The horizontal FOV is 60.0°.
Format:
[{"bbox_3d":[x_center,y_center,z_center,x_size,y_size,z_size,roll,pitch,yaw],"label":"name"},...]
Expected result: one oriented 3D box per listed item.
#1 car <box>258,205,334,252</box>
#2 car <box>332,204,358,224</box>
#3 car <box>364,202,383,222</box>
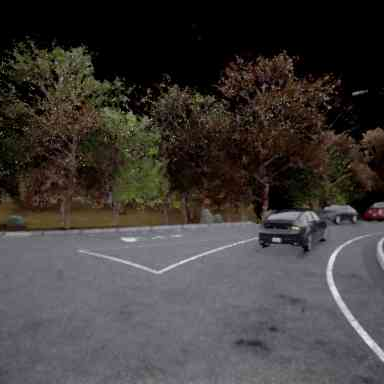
[{"bbox_3d":[4.340,1.465,13.879,1.837,1.490,4.892,-1,-1,33],"label":"car"},{"bbox_3d":[11.508,1.747,26.614,4.892,1.490,1.837,3,-2,-41],"label":"car"},{"bbox_3d":[19.487,2.019,33.610,5.566,2.045,2.150,5,-4,-42],"label":"car"}]
